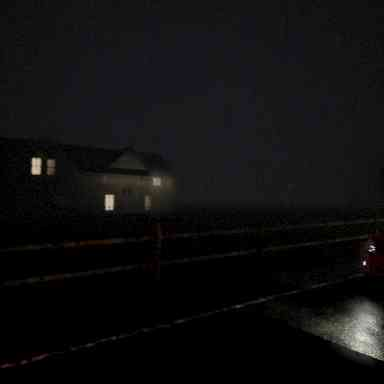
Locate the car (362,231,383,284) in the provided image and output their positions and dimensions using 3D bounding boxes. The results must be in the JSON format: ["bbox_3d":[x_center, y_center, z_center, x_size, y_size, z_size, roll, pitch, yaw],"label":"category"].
[{"bbox_3d":[6.827,1.340,8.852,5.566,2.045,2.150,1,0,-35],"label":"car"}]
